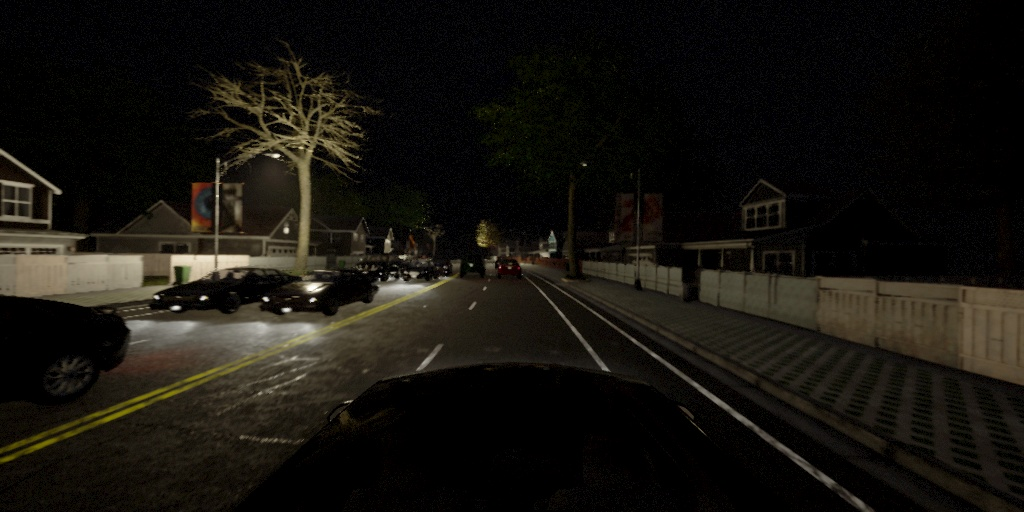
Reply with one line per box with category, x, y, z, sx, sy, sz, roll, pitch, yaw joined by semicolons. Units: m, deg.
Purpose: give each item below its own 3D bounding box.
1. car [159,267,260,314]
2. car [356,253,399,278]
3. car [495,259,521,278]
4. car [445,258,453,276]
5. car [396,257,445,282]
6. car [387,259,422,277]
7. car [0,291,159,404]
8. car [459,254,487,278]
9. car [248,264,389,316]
car;-9.781;1.125;13.087;2.033;1.411;5.357;1;0;0
car;-9.982;0.774;27.085;2.150;2.045;5.566;1;0;-2
car;-0.283;1.052;32.937;2.097;1.767;4.553;1;0;-2
car;-6.923;1.007;34.534;2.097;1.767;4.553;1;0;-3
car;-6.734;1.096;26.867;2.128;1.511;4.902;1;0;-2
car;-10.170;1.069;34.349;2.128;1.511;4.902;1;0;-3
car;-6.647;1.145;3.284;1.837;1.490;4.892;1;0;1
car;-3.591;0.868;33.336;2.150;2.045;5.566;1;0;-2
car;-6.535;1.178;13.051;2.033;1.411;5.357;1;0;0
